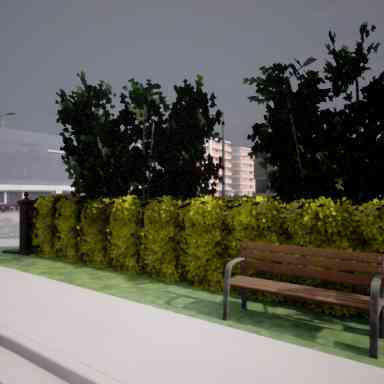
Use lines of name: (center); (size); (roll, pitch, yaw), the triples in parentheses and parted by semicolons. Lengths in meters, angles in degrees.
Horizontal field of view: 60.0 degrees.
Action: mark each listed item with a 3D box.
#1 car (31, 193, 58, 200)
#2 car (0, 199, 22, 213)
car: (-15.236, 1.167, 36.874); (2.150, 2.045, 5.566); (0, 0, 36)
car: (-19.062, 1.502, 37.544); (2.033, 1.411, 5.357); (0, 0, 35)
